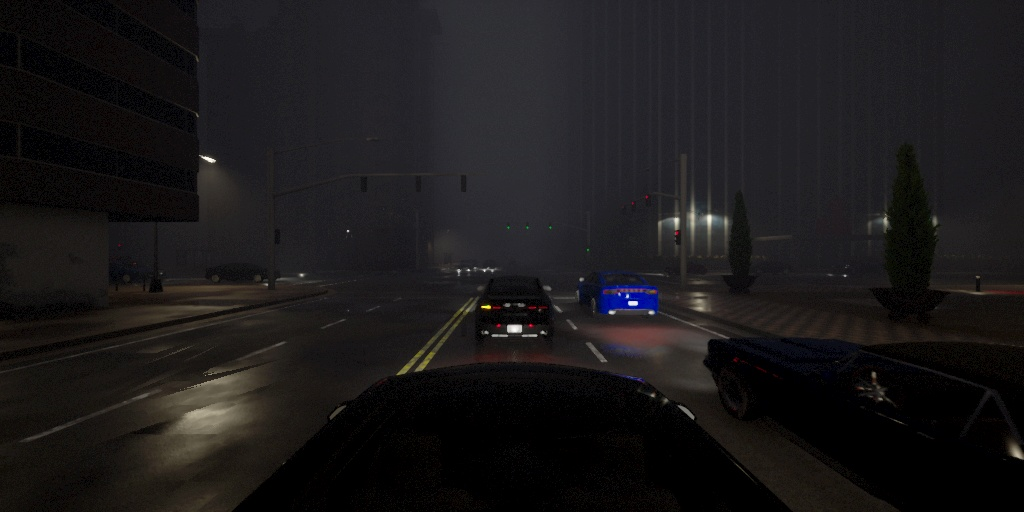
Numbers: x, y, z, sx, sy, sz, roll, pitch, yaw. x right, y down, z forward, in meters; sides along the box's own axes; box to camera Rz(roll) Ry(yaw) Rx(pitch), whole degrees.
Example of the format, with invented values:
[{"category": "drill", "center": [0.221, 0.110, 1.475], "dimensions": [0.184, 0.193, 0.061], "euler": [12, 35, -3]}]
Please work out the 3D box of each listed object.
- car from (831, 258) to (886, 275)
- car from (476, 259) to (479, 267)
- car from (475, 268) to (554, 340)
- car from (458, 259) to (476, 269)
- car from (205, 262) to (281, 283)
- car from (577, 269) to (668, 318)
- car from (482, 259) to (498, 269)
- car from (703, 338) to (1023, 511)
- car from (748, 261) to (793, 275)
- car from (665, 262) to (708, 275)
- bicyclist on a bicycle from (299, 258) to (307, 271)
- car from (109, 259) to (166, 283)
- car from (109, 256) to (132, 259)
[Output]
[{"category": "car", "center": [37.371, 1.102, 38.777], "dimensions": [4.553, 1.767, 2.097], "euler": [0, 0, 0]}, {"category": "car", "center": [-7.095, 1.254, 64.519], "dimensions": [1.837, 1.490, 4.892], "euler": [0, 0, 0]}, {"category": "car", "center": [0.064, 1.257, 9.954], "dimensions": [1.837, 1.490, 4.892], "euler": [0, 0, 0]}, {"category": "car", "center": [-7.119, 1.275, 55.262], "dimensions": [1.812, 1.442, 4.674], "euler": [0, 0, 0]}, {"category": "car", "center": [-20.513, 1.227, 27.477], "dimensions": [5.008, 1.535, 1.882], "euler": [0, 0, -2]}, {"category": "car", "center": [3.604, 1.227, 13.027], "dimensions": [1.882, 1.535, 5.008], "euler": [0, 0, 1]}, {"category": "car", "center": [-3.620, 1.313, 57.134], "dimensions": [1.994, 1.385, 4.181], "euler": [0, 0, 0]}, {"category": "car", "center": [3.599, 1.351, 2.862], "dimensions": [1.895, 1.301, 4.718], "euler": [0, 0, 0]}, {"category": "car", "center": [27.538, 1.254, 38.683], "dimensions": [4.892, 1.490, 1.837], "euler": [0, 0, -1]}, {"category": "car", "center": [18.686, 1.314, 38.589], "dimensions": [4.181, 1.385, 1.994], "euler": [0, 0, -1]}, {"category": "bicyclist on a bicycle", "center": [-26.443, 1.051, 45.393], "dimensions": [0.582, 1.620, 1.656], "euler": [0, 0, -1]}, {"category": "car", "center": [-30.081, 1.227, 27.388], "dimensions": [5.008, 1.535, 1.882], "euler": [0, 0, 0]}, {"category": "car", "center": [-43.242, 0.973, 37.912], "dimensions": [5.566, 2.045, 2.150], "euler": [0, 0, 1]}]
